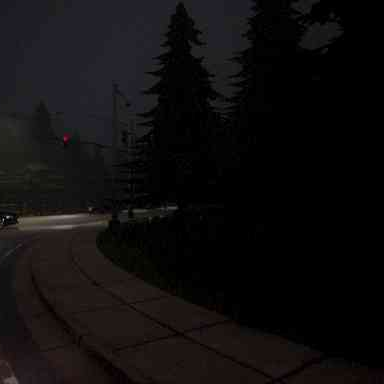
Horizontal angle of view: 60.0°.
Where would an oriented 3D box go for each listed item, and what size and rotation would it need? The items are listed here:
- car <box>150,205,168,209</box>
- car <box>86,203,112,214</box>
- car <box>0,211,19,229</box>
[{"bbox_3d":[-5.170,1.414,44.456,2.097,1.767,4.553,0,0,27],"label":"car"},{"bbox_3d":[-9.333,1.547,36.230,2.128,1.511,4.902,0,0,26],"label":"car"},{"bbox_3d":[-13.543,1.548,20.706,4.902,1.511,2.128,0,0,-18],"label":"car"}]
